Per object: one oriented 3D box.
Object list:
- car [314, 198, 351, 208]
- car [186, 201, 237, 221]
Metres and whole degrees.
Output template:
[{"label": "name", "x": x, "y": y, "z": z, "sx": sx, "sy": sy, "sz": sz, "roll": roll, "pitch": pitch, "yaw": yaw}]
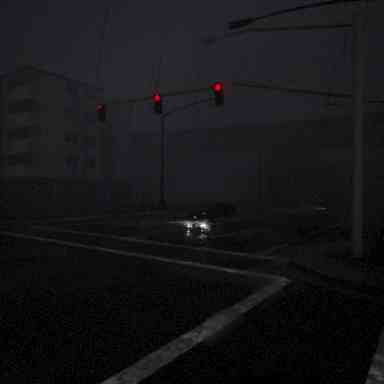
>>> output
[{"label": "car", "x": 19.802, "y": 1.487, "z": 46.778, "sx": 5.357, "sy": 1.411, "sz": 2.033, "roll": 0, "pitch": 0, "yaw": -24}, {"label": "car", "x": 1.713, "y": 1.467, "z": 26.568, "sx": 2.033, "sy": 1.411, "sz": 5.357, "roll": 1, "pitch": 0, "yaw": 34}]
